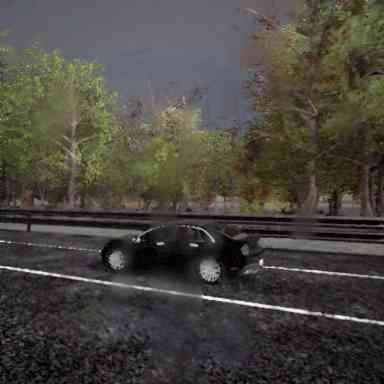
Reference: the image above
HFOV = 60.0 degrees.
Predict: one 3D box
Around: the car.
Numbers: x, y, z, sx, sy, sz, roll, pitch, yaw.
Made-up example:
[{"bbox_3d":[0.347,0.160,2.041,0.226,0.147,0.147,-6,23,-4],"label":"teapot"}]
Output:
[{"bbox_3d":[-0.404,1.582,9.568,4.892,1.490,1.837,-1,0,26],"label":"car"}]
